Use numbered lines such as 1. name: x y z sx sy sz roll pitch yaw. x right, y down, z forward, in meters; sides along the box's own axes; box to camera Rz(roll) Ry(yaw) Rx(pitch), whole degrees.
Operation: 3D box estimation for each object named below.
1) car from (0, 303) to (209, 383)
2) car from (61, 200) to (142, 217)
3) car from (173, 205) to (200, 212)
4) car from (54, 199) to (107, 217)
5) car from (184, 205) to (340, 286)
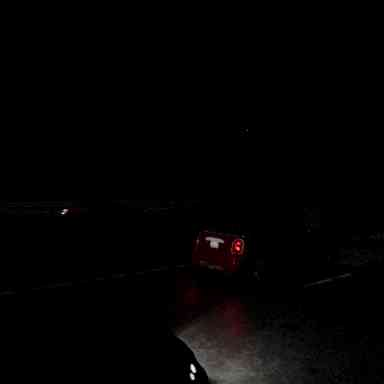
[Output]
1. car: -1.864 1.564 2.416 4.181 1.385 1.994 0 0 -35
2. car: -5.546 1.508 21.514 4.892 1.490 1.837 0 0 -35
3. car: 0.134 1.553 21.247 5.357 1.411 2.033 0 0 -35
4. car: -7.616 1.356 24.336 4.553 1.767 2.097 0 0 -35
5. car: 2.297 1.354 9.681 4.553 1.767 2.097 0 0 -35
